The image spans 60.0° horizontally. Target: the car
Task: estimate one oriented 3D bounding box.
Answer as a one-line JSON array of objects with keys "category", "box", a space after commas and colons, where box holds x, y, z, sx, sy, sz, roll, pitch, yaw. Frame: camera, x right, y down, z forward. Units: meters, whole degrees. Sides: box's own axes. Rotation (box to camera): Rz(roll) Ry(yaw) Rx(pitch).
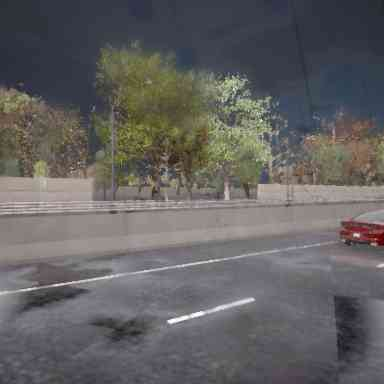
[{"category": "car", "box": [8.269, 1.484, 14.067, 5.008, 1.535, 1.882, 0, 0, -35]}]
